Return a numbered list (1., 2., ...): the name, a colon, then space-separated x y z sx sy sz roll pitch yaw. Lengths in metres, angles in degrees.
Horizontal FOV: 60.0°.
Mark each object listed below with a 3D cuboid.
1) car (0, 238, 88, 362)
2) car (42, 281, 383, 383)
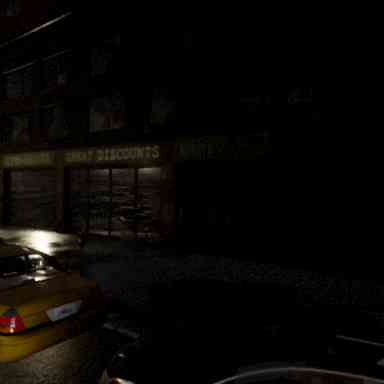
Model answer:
1. car: -3.506 1.456 5.602 4.829 1.417 1.752 1 1 36
2. car: 1.173 1.548 2.251 4.403 1.369 2.008 1 1 36
